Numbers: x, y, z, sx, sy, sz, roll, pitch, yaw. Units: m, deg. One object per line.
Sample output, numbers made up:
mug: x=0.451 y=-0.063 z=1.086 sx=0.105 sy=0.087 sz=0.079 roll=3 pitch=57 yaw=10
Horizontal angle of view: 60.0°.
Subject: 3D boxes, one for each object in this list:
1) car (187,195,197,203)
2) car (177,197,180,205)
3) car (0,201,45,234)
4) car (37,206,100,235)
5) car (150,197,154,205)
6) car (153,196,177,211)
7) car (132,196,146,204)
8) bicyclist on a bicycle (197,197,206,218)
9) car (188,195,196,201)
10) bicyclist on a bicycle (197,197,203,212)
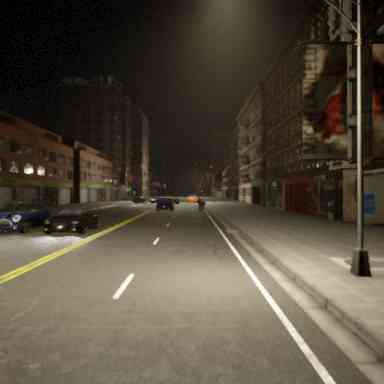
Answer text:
car: x=0.003 y=1.318 z=70.956 sx=2.097 sy=1.767 sz=4.553 roll=0 pitch=0 yaw=0
car: x=-3.146 y=1.577 z=59.404 sx=1.895 sy=1.301 sz=4.718 roll=0 pitch=0 yaw=0
car: x=-9.847 y=1.349 z=19.064 sx=2.097 sy=1.767 sz=4.553 roll=0 pitch=0 yaw=0
car: x=-6.597 y=1.561 z=18.610 sx=1.994 sy=1.385 sz=4.181 roll=0 pitch=0 yaw=0
car: x=-6.515 y=1.523 z=60.570 sx=2.033 sy=1.411 sz=5.357 roll=0 pitch=0 yaw=1
car: x=-3.149 y=1.469 z=40.047 sx=1.882 sy=1.535 sz=5.008 roll=0 pitch=0 yaw=0
car: x=-9.770 y=1.467 z=61.549 sx=2.128 sy=1.511 sz=4.902 roll=0 pitch=0 yaw=0
bicyclist on a bicycle: x=0.894 y=1.366 z=28.975 sx=0.659 sy=1.776 sz=1.843 roll=0 pitch=0 yaw=0
car: x=0.003 y=1.427 z=81.729 sx=1.882 sy=1.535 sz=5.008 roll=0 pitch=0 yaw=0
bicyclist on a bicycle: x=0.894 y=1.446 z=37.852 sx=0.582 sy=1.620 sz=1.656 roll=0 pitch=0 yaw=0
